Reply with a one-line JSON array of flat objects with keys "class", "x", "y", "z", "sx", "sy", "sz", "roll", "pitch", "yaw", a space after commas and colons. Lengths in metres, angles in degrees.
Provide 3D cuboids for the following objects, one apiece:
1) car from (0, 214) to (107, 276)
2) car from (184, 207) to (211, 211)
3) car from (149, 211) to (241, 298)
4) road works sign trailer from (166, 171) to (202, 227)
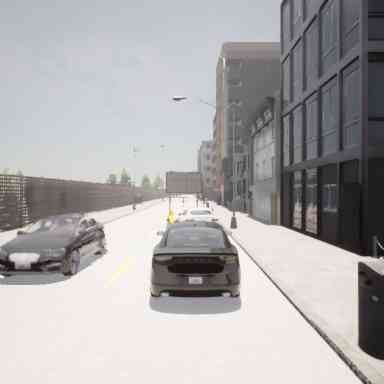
[{"class": "car", "x": -4.039, "y": 1.492, "z": 10.369, "sx": 2.128, "sy": 1.511, "sz": 4.902, "roll": 0, "pitch": 0, "yaw": 0}, {"class": "car", "x": 0.281, "y": 1.543, "z": 17.959, "sx": 1.812, "sy": 1.442, "sz": 4.674, "roll": 0, "pitch": -1, "yaw": -7}, {"class": "car", "x": 0.066, "y": 1.478, "z": 8.602, "sx": 1.882, "sy": 1.535, "sz": 5.008, "roll": 0, "pitch": 0, "yaw": 0}, {"class": "road works sign trailer", "x": -0.569, "y": 0.466, "z": 21.468, "sx": 2.380, "sy": 3.560, "sz": 2.880, "roll": 0, "pitch": 0, "yaw": -16}]
